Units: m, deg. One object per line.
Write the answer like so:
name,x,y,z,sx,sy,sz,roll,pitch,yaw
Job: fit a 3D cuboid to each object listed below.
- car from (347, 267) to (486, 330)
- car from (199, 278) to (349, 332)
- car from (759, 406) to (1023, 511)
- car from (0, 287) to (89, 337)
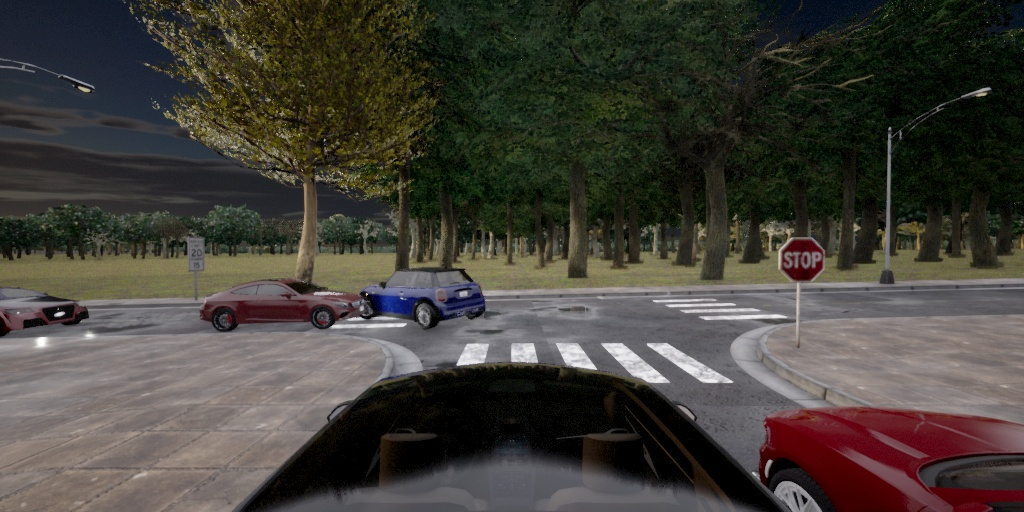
car,-3.083,1.148,11.669,4.553,1.767,2.097,-1,1,37
car,-7.037,1.431,11.206,4.674,1.442,1.812,-1,1,0
car,2.636,1.295,0.771,1.888,1.381,4.507,0,0,0
car,-16.148,1.690,11.202,4.181,1.385,1.994,-1,1,0
